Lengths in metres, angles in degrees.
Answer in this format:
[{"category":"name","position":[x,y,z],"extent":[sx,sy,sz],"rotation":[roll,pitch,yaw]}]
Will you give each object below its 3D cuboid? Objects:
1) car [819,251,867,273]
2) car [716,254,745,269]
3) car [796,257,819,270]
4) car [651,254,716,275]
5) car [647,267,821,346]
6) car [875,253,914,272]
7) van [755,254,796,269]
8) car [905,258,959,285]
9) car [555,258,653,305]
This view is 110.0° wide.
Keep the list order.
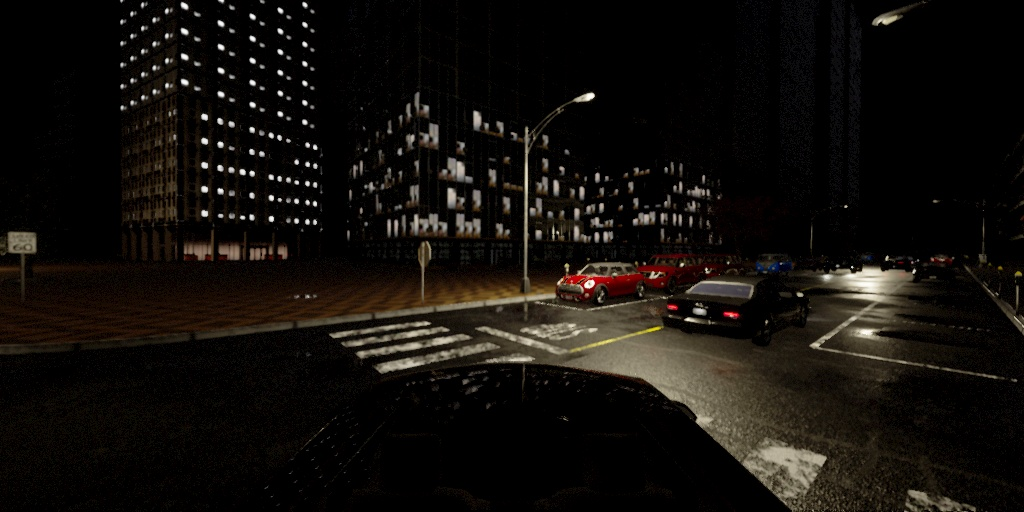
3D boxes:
[{"category":"car","position":[31.178,0.502,33.703],"extent":[5.566,2.045,2.150],"rotation":[-1,1,-39]},{"category":"car","position":[12.379,0.773,21.800],"extent":[5.009,1.841,2.192],"rotation":[0,0,-39]},{"category":"car","position":[29.853,0.825,36.109],"extent":[4.207,1.307,1.802],"rotation":[0,0,-39]},{"category":"car","position":[8.010,0.824,18.222],"extent":[5.009,1.841,2.192],"rotation":[0,0,-39]},{"category":"car","position":[5.869,1.190,9.106],"extent":[5.357,1.411,2.033],"rotation":[-1,1,-39]},{"category":"car","position":[36.934,0.759,34.426],"extent":[4.902,1.511,2.128],"rotation":[-1,1,-39]},{"category":"van","position":[21.116,0.694,28.954],"extent":[3.998,1.789,1.690],"rotation":[0,0,-39]},{"category":"car","position":[26.441,1.002,22.484],"extent":[4.403,1.370,2.007],"rotation":[0,0,-39]},{"category":"car","position":[3.642,0.999,14.645],"extent":[4.097,1.591,1.967],"rotation":[0,0,-39]}]
